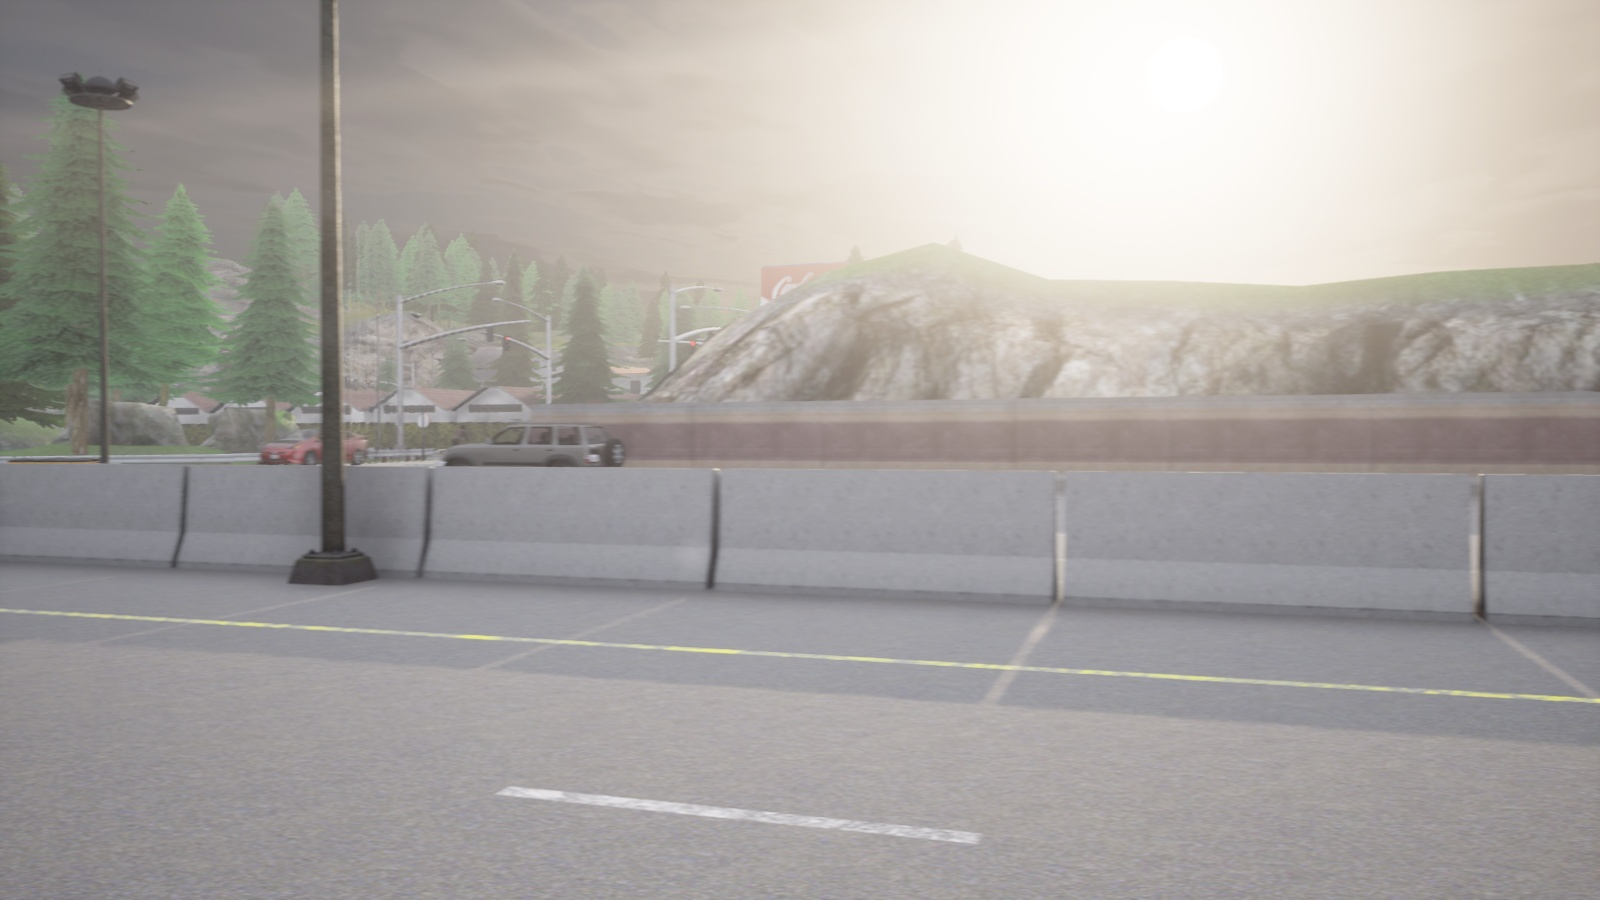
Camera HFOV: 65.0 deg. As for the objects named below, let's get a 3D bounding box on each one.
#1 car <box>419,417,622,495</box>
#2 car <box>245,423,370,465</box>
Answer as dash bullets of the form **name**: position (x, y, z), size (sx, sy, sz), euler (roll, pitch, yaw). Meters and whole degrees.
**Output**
- **car**: position (-6.976, 0.113, 31.387), size (4.605, 1.855, 1.932), euler (1, 1, 18)
- **car**: position (-18.787, -0.266, 48.123), size (2.007, 1.525, 4.514), euler (1, 1, 18)
